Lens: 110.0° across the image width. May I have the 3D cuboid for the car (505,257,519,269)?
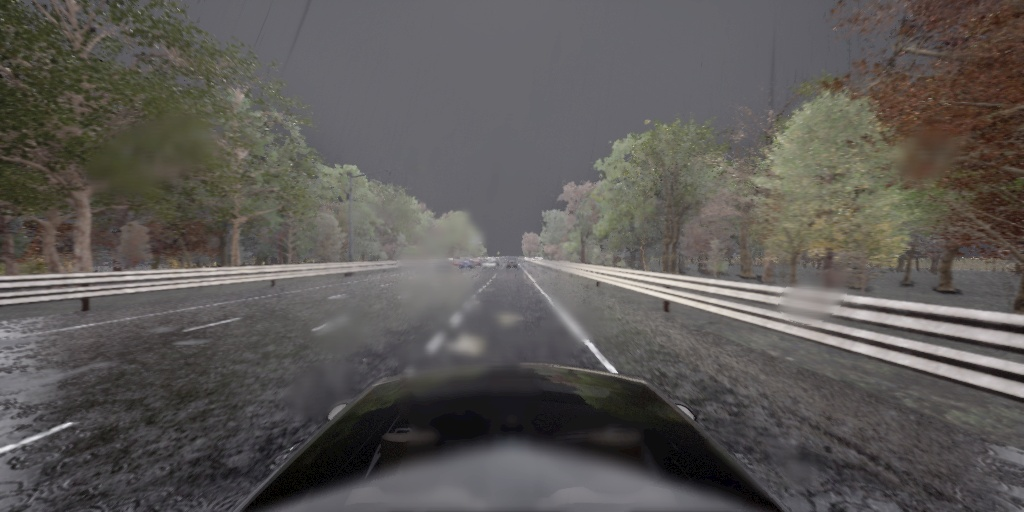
[{"bbox_3d":[0.004,1.294,56.031,1.837,1.490,4.892,0,0,0],"label":"car"}]

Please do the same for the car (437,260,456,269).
[{"bbox_3d":[-10.495,1.352,56.440,1.994,1.385,4.181,0,0,0],"label":"car"}]

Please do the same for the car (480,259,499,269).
[{"bbox_3d":[-3.496,1.388,56.476,1.895,1.301,4.718,0,0,0],"label":"car"}]

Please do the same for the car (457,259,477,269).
[{"bbox_3d":[-6.996,1.313,56.448,1.812,1.442,4.674,0,0,0],"label":"car"}]
